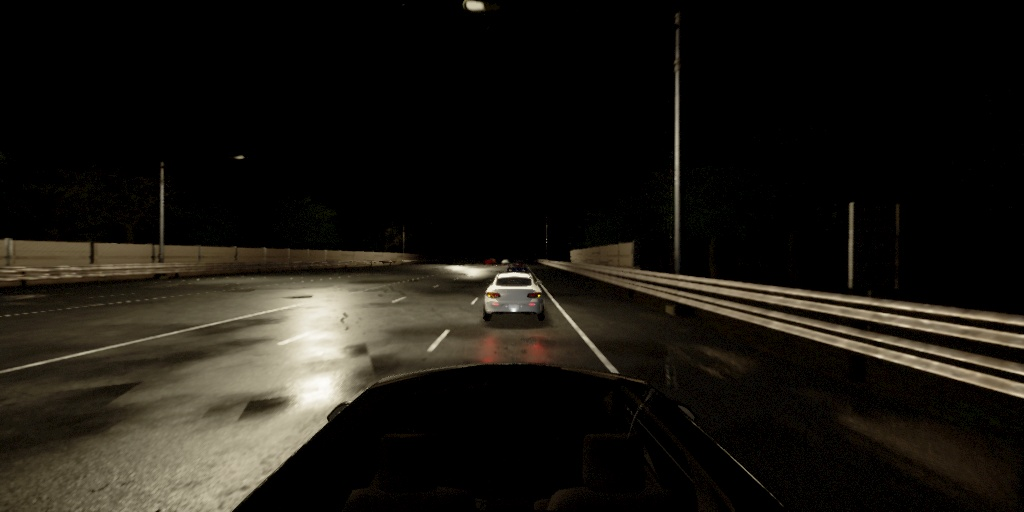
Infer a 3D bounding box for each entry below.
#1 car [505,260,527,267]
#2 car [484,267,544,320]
[{"bbox_3d":[0.512,1.369,35.297,1.895,1.301,4.718,0,0,1],"label":"car"},{"bbox_3d":[0.075,1.267,12.383,1.812,1.442,4.674,0,0,1],"label":"car"}]
